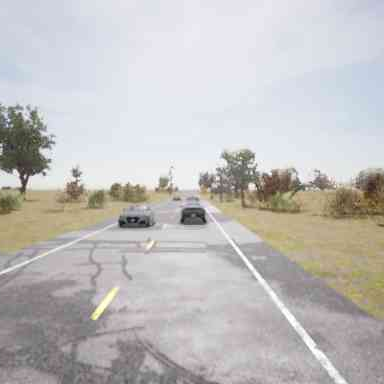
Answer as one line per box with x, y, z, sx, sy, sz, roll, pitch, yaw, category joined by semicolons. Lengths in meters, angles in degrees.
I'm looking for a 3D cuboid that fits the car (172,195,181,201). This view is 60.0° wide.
-3.473;1.334;75.898;1.882;1.535;5.008;0;0;0;car

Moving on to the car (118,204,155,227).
-3.589;1.526;22.124;1.994;1.385;4.181;0;0;0;car

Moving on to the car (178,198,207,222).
0.109;1.458;25.931;1.837;1.490;4.892;0;-1;0;car

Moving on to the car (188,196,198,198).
0.115;1.277;42.715;2.097;1.767;4.553;0;0;0;car
